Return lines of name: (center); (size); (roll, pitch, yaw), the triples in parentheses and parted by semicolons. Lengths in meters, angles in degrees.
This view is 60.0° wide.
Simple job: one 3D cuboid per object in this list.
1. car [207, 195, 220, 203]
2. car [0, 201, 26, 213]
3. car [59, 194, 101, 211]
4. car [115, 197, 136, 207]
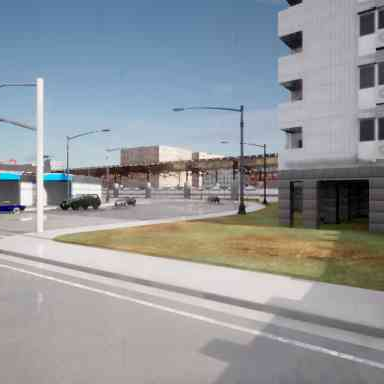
car: (4.434, 1.502, 69.669); (1.837, 1.490, 4.892); (0, 0, -12)
car: (-19.678, 1.601, 33.896); (1.895, 1.301, 4.718); (0, 0, 37)
car: (-14.042, 1.221, 42.216); (2.150, 2.045, 5.566); (0, 0, 29)
car: (-10.277, 1.491, 51.629); (2.128, 1.511, 4.902); (0, 0, 14)
